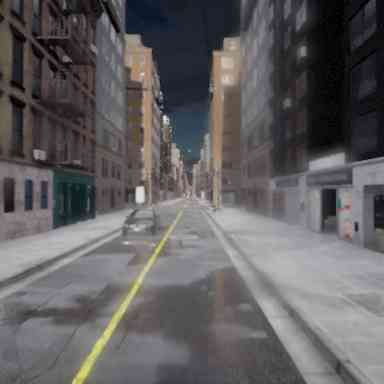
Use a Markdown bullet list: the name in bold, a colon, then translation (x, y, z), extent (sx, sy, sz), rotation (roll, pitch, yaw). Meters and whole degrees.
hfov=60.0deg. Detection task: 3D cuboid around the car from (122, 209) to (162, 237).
- **car**: translation (-2.848, 1.729, 19.613), extent (1.812, 1.442, 4.674), rotation (0, -1, 0)
